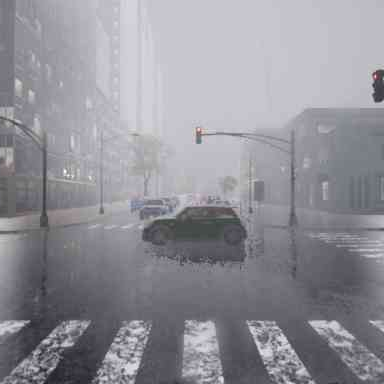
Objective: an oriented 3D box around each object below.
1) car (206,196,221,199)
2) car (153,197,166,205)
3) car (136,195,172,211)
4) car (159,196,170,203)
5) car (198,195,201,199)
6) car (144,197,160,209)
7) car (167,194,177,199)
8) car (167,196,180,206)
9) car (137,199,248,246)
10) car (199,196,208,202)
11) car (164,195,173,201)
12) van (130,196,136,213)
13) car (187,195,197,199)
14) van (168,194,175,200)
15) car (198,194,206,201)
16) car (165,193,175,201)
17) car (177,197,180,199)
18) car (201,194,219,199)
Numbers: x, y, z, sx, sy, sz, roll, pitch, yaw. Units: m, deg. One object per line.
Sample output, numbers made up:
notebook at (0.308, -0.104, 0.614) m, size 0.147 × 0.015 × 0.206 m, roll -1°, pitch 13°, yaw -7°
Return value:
car at (2.678, 1.446, 31.011) m, size 1.967 × 1.590 × 4.097 m, roll 1°, pitch 0°, yaw 0°
car at (-5.730, 1.590, 59.335) m, size 1.802 × 1.307 × 4.206 m, roll 1°, pitch 0°, yaw 0°
car at (-3.124, 1.357, 28.127) m, size 2.097 × 1.767 × 4.553 m, roll 0°, pitch 0°, yaw 0°
car at (-5.739, 1.575, 70.683) m, size 1.947 × 1.339 × 4.313 m, roll 1°, pitch 0°, yaw 0°
car at (2.650, 1.324, 65.055) m, size 2.192 × 1.841 × 5.009 m, roll 1°, pitch 0°, yaw 0°
car at (-5.718, 1.533, 47.817) m, size 1.752 × 1.417 × 4.829 m, roll 1°, pitch 0°, yaw 0°
car at (-3.130, 1.358, 37.040) m, size 2.097 × 1.767 × 4.553 m, roll 0°, pitch 0°, yaw 0°
car at (-3.111, 1.486, 57.031) m, size 1.882 × 1.535 × 5.008 m, roll 0°, pitch 0°, yaw 1°
car at (0.100, 1.357, 14.784) m, size 4.553 × 1.767 × 2.097 m, roll 0°, pitch 0°, yaw 1°
car at (2.635, 1.575, 76.403) m, size 1.947 × 1.339 × 4.313 m, roll 1°, pitch 0°, yaw 0°
car at (-5.749, 1.561, 82.031) m, size 2.008 × 1.369 × 4.403 m, roll 1°, pitch 0°, yaw 0°
van at (-5.705, 1.347, 36.639) m, size 1.690 × 1.788 × 3.998 m, roll 1°, pitch 0°, yaw 0°
car at (0.039, 1.361, 69.588) m, size 2.097 × 1.767 × 4.553 m, roll 0°, pitch 0°, yaw 0°
van at (-5.755, 1.352, 93.379) m, size 1.690 × 1.788 × 3.998 m, roll 1°, pitch 0°, yaw 0°
car at (2.627, 1.450, 87.751) m, size 1.967 × 1.590 × 4.097 m, roll 1°, pitch 0°, yaw 0°
car at (-5.750, 1.325, 87.705) m, size 2.192 × 1.841 × 5.009 m, roll 1°, pitch 0°, yaw 0°
car at (-3.131, 1.499, 46.926) m, size 2.128 × 1.511 × 4.902 m, roll 0°, pitch 0°, yaw 0°
car at (2.670, 1.322, 42.359) m, size 2.192 × 1.841 × 5.009 m, roll 1°, pitch 0°, yaw 0°
